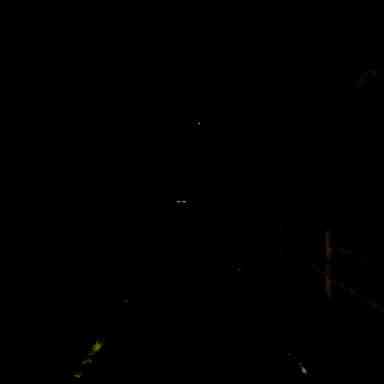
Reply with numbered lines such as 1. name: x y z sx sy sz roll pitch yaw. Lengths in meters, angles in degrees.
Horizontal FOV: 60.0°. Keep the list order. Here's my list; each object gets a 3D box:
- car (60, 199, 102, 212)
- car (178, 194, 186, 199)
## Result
1. car: -13.142 1.604 39.518 4.892 1.490 1.837 2 0 0
2. car: -2.747 1.251 91.348 1.882 1.535 5.008 0 0 0
